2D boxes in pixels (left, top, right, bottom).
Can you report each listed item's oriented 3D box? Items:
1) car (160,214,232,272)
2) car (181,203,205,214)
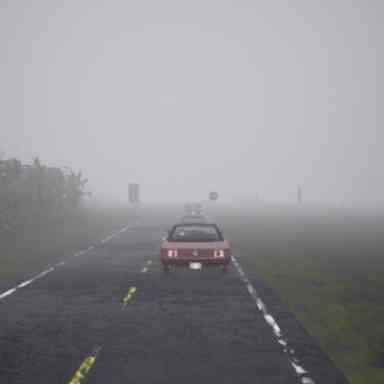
[{"bbox_3d":[0.101,1.620,10.809,1.895,1.301,4.718,0,0,0],"label":"car"},{"bbox_3d":[0.107,1.592,27.081,2.033,1.411,5.357,0,0,0],"label":"car"}]
